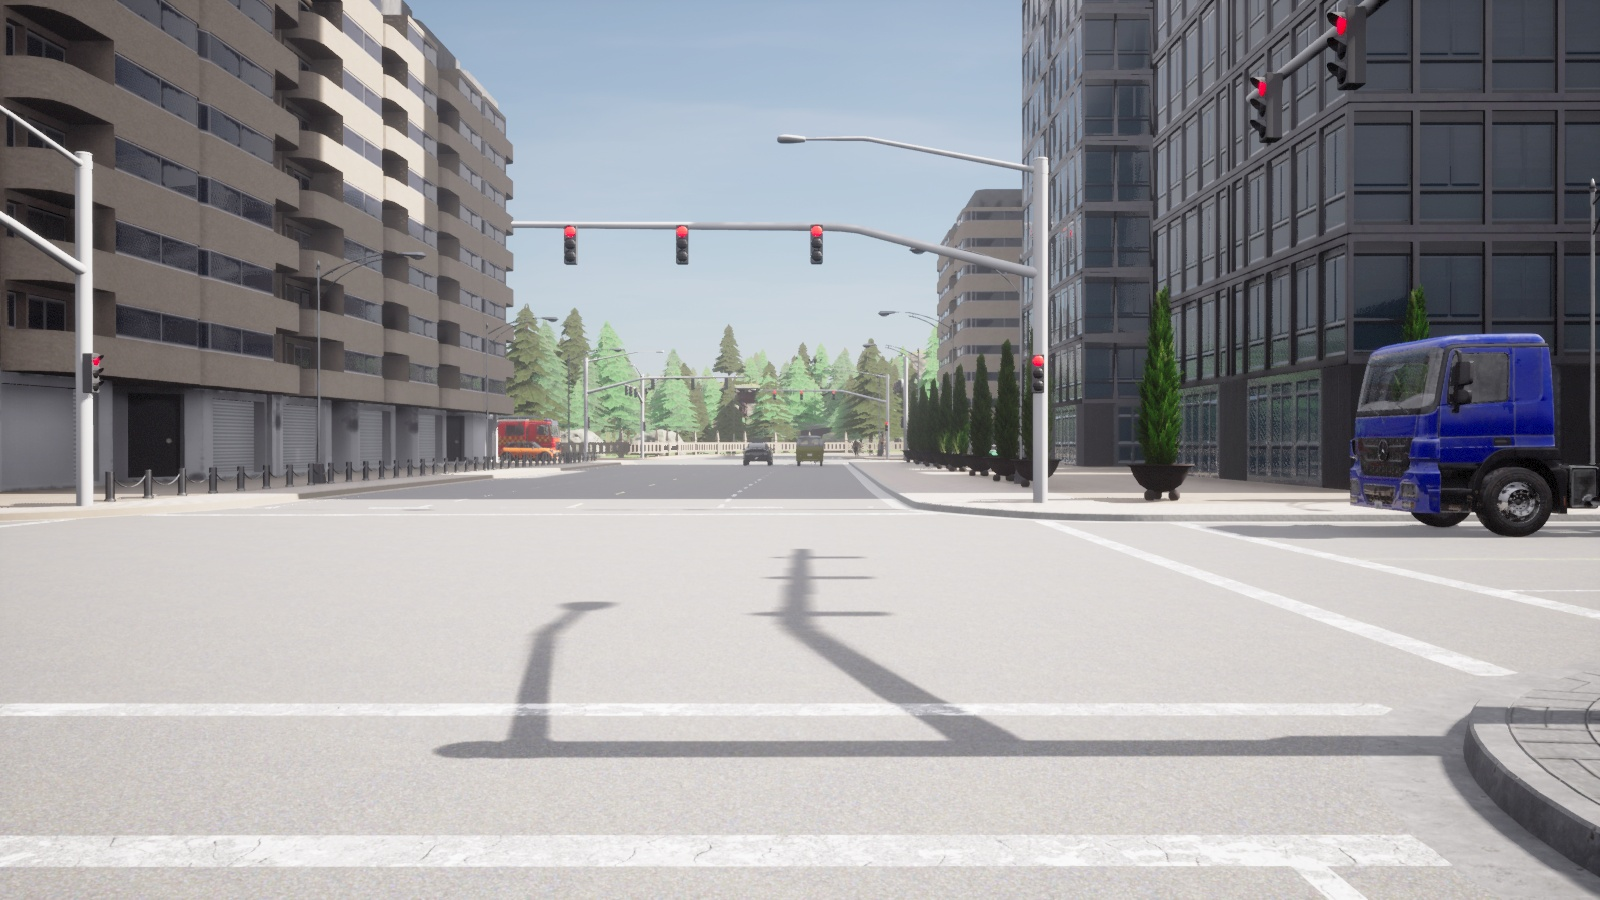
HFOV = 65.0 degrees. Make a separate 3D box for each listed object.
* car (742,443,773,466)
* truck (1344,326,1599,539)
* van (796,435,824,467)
[{"bbox_3d":[-2.794,0.274,84.086,1.837,1.490,4.892,0,0,1],"label":"car"},{"bbox_3d":[14.035,-0.292,21.786,7.936,3.462,2.891,0,0,1],"label":"truck"},{"bbox_3d":[0.655,0.041,81.252,1.775,1.987,4.442,0,0,1],"label":"van"}]
